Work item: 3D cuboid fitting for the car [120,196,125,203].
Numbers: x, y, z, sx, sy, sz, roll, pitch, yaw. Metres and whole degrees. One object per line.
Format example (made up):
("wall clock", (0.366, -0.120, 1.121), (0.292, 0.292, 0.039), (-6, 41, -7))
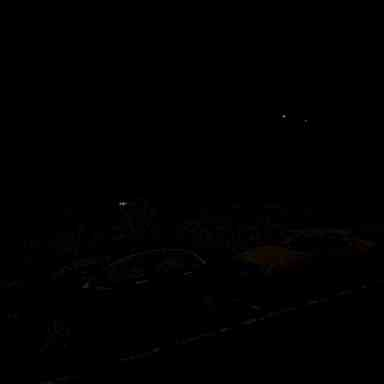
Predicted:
("car", (-11.758, 0.833, 49.489), (2.033, 1.411, 5.357), (1, 1, -35))

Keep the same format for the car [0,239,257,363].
("car", (-1.205, 1.565, 5.790), (4.403, 1.369, 2.008), (0, 0, -36))

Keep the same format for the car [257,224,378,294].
("car", (3.140, 1.574, 8.898), (4.829, 1.417, 1.752), (0, 0, -36))
